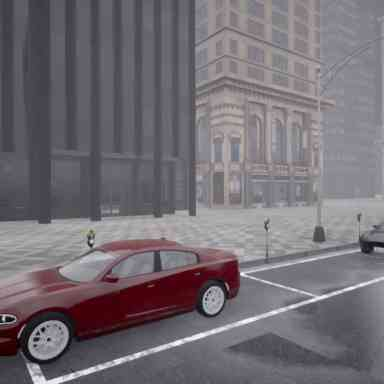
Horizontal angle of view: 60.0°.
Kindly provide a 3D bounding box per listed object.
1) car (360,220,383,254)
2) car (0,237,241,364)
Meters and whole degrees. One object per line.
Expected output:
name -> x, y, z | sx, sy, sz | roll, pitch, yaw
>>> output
car -> 8.022, 1.564, 12.391 | 4.313, 1.339, 1.947 | 0, 0, -36
car -> -1.155, 1.544, 5.830 | 4.507, 1.381, 1.887 | 0, 0, -36
